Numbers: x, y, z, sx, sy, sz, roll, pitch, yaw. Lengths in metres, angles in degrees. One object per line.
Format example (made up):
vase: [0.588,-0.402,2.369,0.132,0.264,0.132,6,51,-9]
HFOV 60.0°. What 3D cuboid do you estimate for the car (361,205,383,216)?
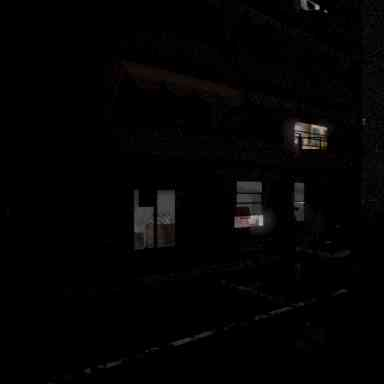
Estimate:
car: [16.822,1.888,32.091,1.895,1.301,4.718,0,-1,-36]

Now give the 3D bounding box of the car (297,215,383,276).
car: [5.042,1.582,10.230,4.206,1.307,1.802,0,0,-36]
